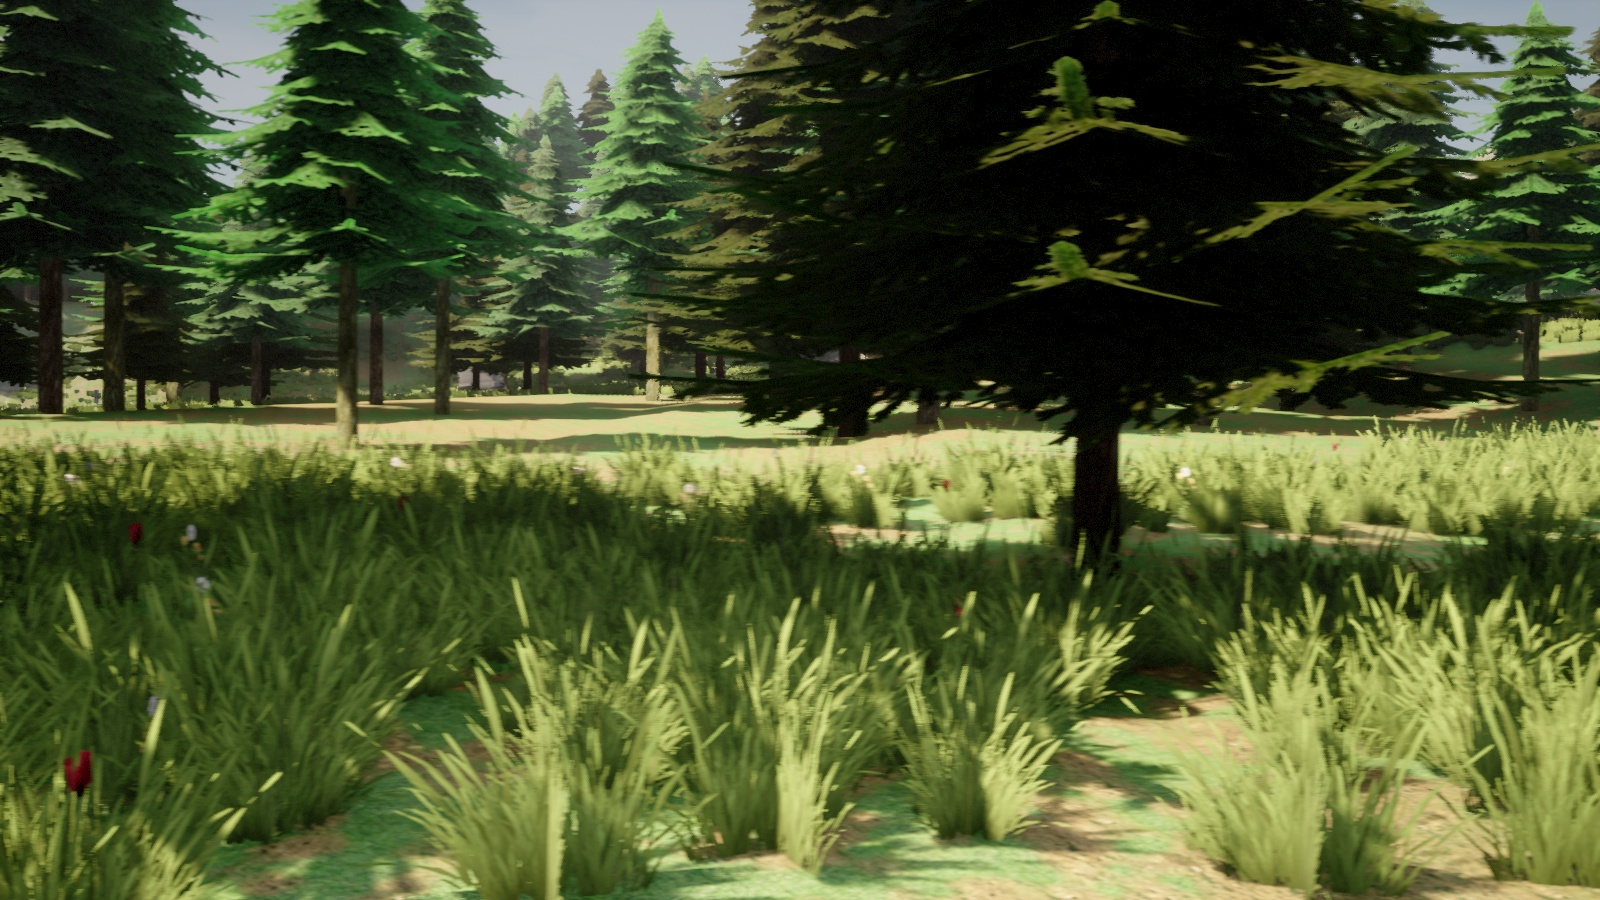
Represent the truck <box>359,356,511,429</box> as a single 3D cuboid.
[{"bbox_3d":[-21.616,-3.391,74.750,7.936,3.462,2.891,-6,1,-5],"label":"truck"}]
